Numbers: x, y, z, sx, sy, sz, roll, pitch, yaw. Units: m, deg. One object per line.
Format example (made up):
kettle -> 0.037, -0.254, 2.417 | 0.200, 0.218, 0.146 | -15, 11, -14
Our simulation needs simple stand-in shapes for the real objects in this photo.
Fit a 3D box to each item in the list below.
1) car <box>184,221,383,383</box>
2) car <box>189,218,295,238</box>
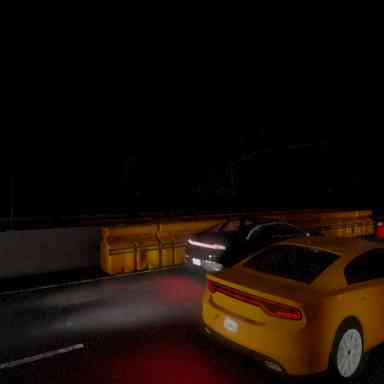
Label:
car -> 2.483, 1.478, 5.520 | 5.008, 1.535, 1.882 | 0, 0, -36
car -> 2.084, 1.492, 9.534 | 4.902, 1.511, 2.128 | 0, 0, -36
